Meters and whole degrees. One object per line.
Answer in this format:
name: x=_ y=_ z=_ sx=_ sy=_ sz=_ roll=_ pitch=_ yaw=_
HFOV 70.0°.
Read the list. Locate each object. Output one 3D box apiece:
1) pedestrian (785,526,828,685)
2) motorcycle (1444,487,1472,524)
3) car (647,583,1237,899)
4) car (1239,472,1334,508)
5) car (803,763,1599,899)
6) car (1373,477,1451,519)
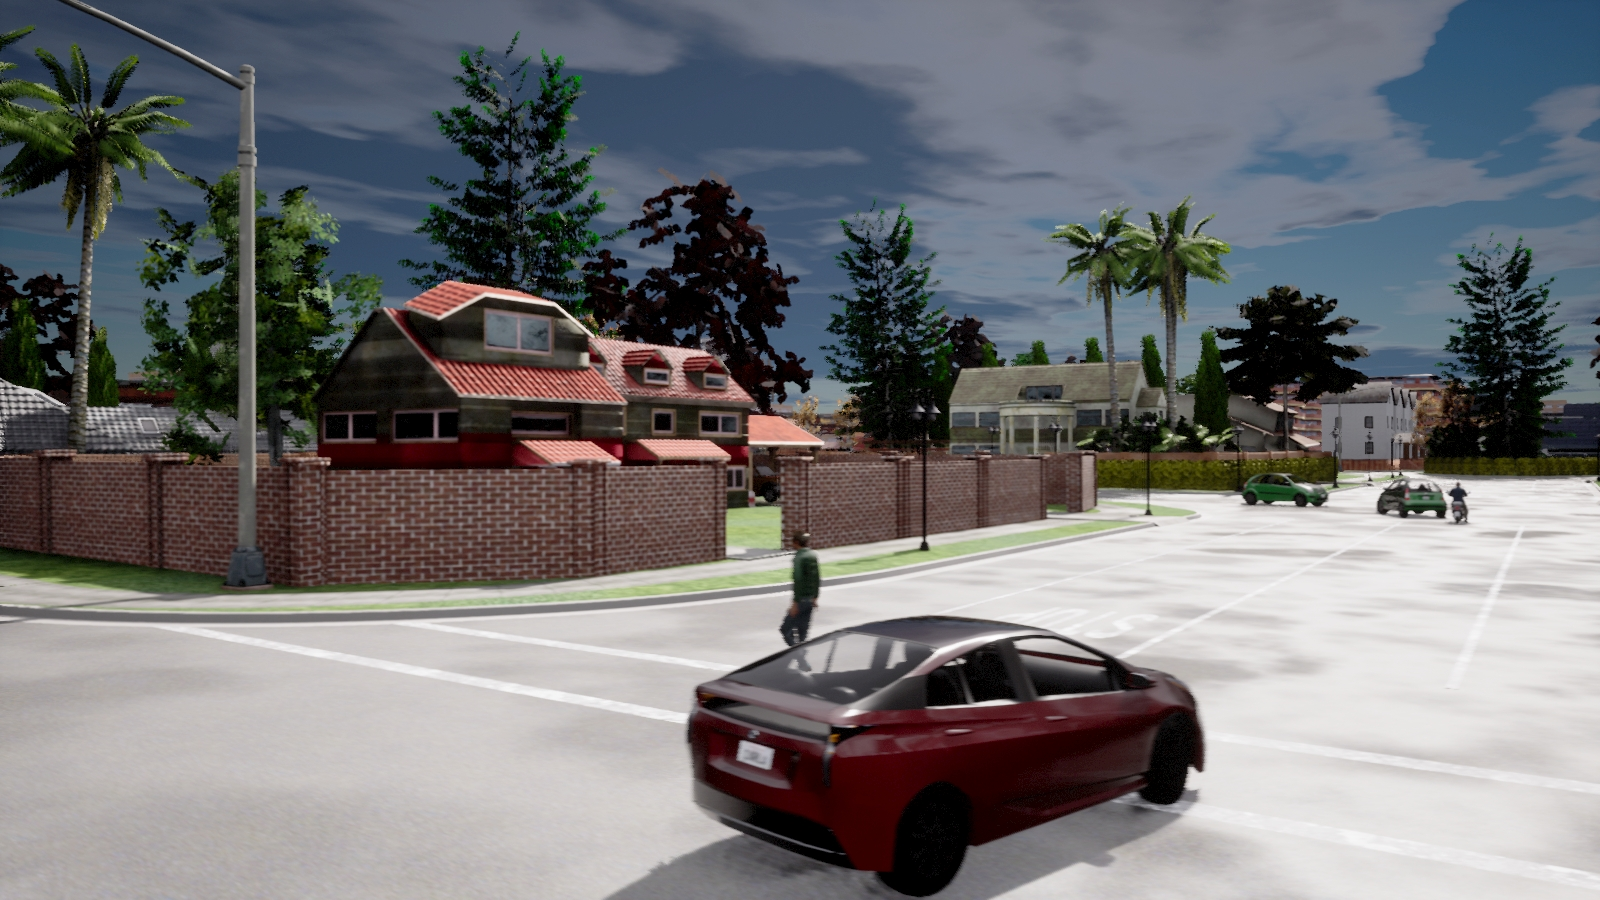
pedestrian: x=0.080 y=1.868 z=13.868 sx=0.375 sy=1.860 sz=0.375 roll=0 pitch=0 yaw=36
motorcycle: x=25.671 y=2.165 z=44.552 sx=0.856 sy=1.341 sz=1.805 roll=0 pitch=0 yaw=33
car: x=1.283 y=2.039 z=8.713 sx=4.514 sy=1.525 sz=2.007 roll=0 pitch=0 yaw=-42
car: x=24.310 y=1.985 z=57.243 sx=1.851 sy=1.617 sz=3.988 roll=0 pitch=0 yaw=-35
car: x=2.610 y=2.103 z=2.469 sx=2.033 sy=1.411 sz=5.357 roll=0 pitch=0 yaw=-44
car: x=26.451 y=2.041 z=49.526 sx=1.851 sy=1.617 sz=3.988 roll=0 pitch=0 yaw=10
